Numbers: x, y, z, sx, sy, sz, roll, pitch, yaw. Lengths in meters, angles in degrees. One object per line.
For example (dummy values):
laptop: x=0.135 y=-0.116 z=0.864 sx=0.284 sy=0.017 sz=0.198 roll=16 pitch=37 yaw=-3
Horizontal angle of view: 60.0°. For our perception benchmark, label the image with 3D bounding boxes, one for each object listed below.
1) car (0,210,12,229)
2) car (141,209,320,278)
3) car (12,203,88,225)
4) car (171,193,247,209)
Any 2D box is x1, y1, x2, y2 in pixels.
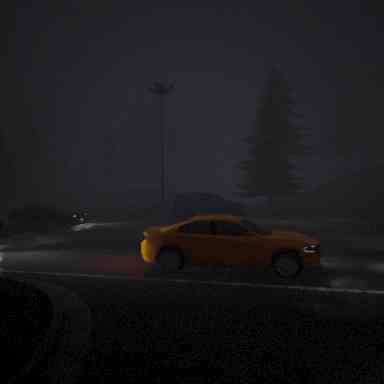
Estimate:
car: x=-12.229 y=1.244 z=16.474 sx=5.566 sy=2.045 sz=2.150 roll=-1 pitch=0 yaw=14
car: x=1.027 y=1.410 z=9.612 sx=5.008 sy=1.535 sz=1.882 roll=-1 pitch=0 yaw=14
car: x=-10.036 y=1.506 z=23.145 sx=5.357 sy=1.411 sz=2.033 roll=0 pitch=0 yaw=14
car: x=1.192 y=1.066 z=23.986 sx=5.566 sy=2.045 sz=2.150 roll=-1 pitch=0 yaw=14
